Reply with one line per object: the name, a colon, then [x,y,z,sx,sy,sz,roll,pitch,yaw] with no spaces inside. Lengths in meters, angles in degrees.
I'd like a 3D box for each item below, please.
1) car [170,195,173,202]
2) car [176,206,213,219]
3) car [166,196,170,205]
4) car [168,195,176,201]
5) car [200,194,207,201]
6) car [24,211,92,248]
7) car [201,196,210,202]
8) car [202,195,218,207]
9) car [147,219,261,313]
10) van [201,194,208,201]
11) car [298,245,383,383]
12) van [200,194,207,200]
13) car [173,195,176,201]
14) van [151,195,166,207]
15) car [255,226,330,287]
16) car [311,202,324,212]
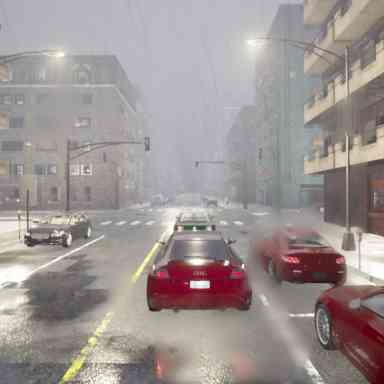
car: [-5.376,1.448,64.144,1.967,1.590,4.097,1,0,0]
car: [0.119,1.604,16.560,1.895,1.301,4.718,0,0,0]
car: [-5.419,1.574,58.473,1.947,1.339,4.313,1,0,0]
car: [-5.210,1.554,86.826,1.887,1.381,4.507,1,0,0]
car: [3.044,1.558,69.729,2.008,1.369,4.403,1,0,0]
car: [-5.755,1.554,14.766,2.008,1.369,4.403,1,0,0]
car: [3.085,1.590,75.399,1.802,1.307,4.206,1,0,0]
car: [3.014,1.558,51.141,2.008,1.369,4.403,1,0,0]
car: [0.114,1.566,7.743,1.994,1.385,4.181,0,0,-1]
van: [3.173,1.349,86.739,1.690,1.788,3.998,1,0,0]
car: [2.671,1.583,3.348,1.802,1.307,4.206,1,0,0]
van: [3.215,1.350,92.409,1.690,1.788,3.998,1,0,0]
car: [-5.294,1.575,75.485,1.947,1.339,4.313,1,0,0]
van: [-5.533,1.349,52.811,1.690,1.788,3.998,1,0,0]
car: [2.676,1.584,9.019,1.802,1.307,4.206,1,0,0]
car: [15.584,1.518,36.901,4.507,1.381,1.887,0,-1,1]
